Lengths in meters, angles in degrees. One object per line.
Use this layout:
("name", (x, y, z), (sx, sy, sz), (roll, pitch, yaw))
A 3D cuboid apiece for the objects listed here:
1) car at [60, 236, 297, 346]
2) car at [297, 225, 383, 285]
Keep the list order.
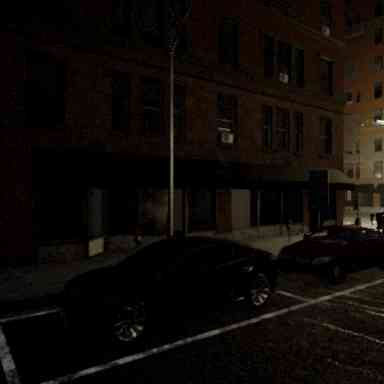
("car", (-0.204, 1.582, 6.387), (4.313, 1.339, 1.947), (0, 0, -35))
("car", (4.276, 1.625, 9.579), (4.206, 1.307, 1.802), (0, 0, -35))
